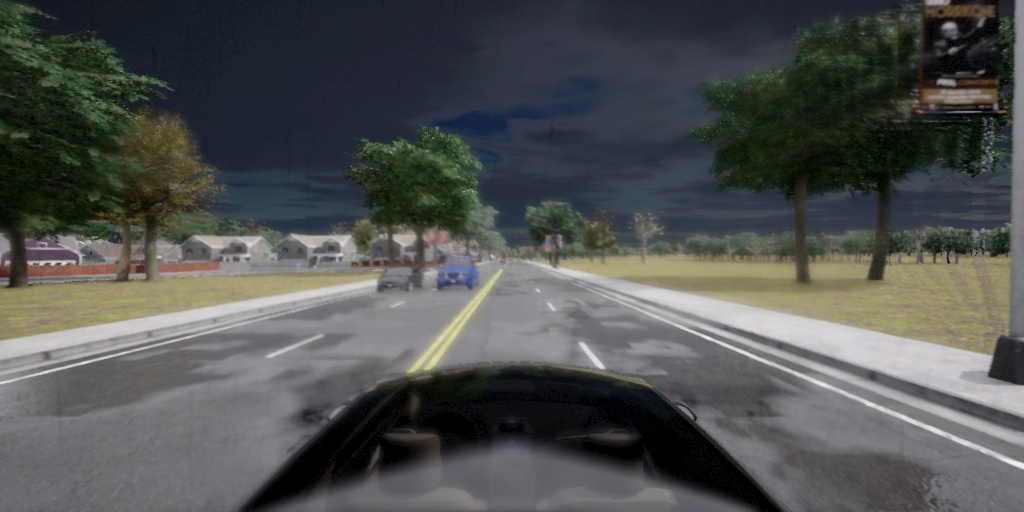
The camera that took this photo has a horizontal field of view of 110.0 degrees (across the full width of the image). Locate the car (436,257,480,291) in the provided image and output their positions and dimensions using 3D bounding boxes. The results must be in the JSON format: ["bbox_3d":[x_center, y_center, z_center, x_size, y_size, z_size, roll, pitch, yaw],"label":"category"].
[{"bbox_3d":[-3.348,1.110,23.241,2.150,2.045,5.566,0,-1,0],"label":"car"}]

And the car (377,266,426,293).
[{"bbox_3d":[-6.598,1.384,21.840,1.837,1.490,4.892,0,0,0],"label":"car"}]
